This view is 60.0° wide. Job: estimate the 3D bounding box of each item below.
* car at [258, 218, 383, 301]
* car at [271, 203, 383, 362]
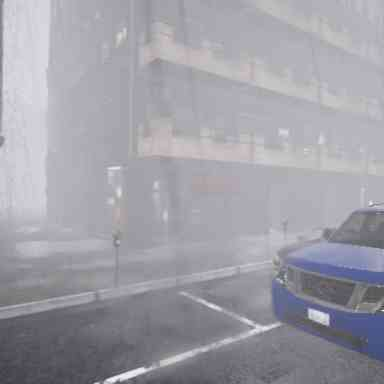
[{"bbox_3d":[4.072,1.568,8.995,4.403,1.369,2.008,0,1,-36],"label":"car"},{"bbox_3d":[3.854,1.234,5.823,5.566,2.045,2.150,0,0,-36],"label":"car"}]
